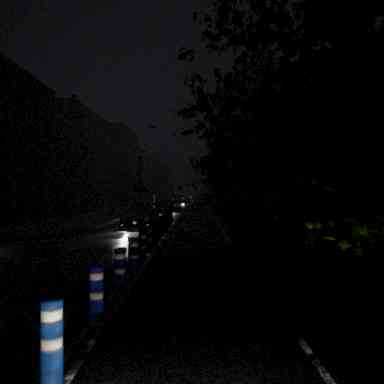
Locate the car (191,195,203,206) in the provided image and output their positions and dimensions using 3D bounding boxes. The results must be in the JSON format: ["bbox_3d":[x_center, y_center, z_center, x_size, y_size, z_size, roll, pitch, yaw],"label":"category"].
[{"bbox_3d":[0.800,1.379,49.728,2.033,1.411,5.357,0,0,1],"label":"car"}]

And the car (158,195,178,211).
[{"bbox_3d":[-2.931,1.399,36.676,1.837,1.490,4.892,0,1,1],"label":"car"}]

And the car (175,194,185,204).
[{"bbox_3d":[-2.344,1.123,59.681,2.097,1.767,4.553,0,1,1],"label":"car"}]

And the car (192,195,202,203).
[{"bbox_3d":[1.037,1.293,65.785,1.895,1.301,4.718,0,2,1],"label":"car"}]

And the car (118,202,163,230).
[{"bbox_3d":[-3.198,1.529,20.607,1.994,1.385,4.181,0,0,1],"label":"car"}]
